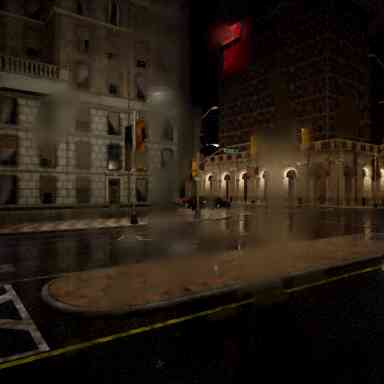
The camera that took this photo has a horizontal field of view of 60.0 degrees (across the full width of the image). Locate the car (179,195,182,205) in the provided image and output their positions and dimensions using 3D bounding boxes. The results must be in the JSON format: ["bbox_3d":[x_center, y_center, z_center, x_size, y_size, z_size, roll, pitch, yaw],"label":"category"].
[{"bbox_3d":[-2.273,1.352,55.881,2.097,1.767,4.553,0,0,-35],"label":"car"}]

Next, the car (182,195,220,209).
[{"bbox_3d":[1.180,1.352,44.981,2.097,1.767,4.553,0,0,-35],"label":"car"}]

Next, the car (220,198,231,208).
[{"bbox_3d":[3.475,1.478,47.786,1.882,1.535,5.008,0,0,-36],"label":"car"}]
